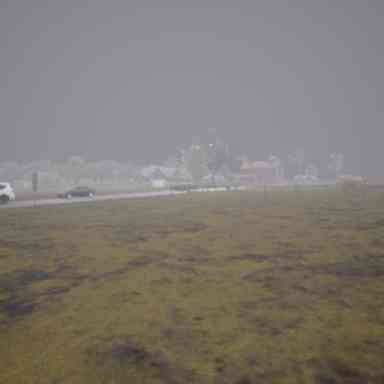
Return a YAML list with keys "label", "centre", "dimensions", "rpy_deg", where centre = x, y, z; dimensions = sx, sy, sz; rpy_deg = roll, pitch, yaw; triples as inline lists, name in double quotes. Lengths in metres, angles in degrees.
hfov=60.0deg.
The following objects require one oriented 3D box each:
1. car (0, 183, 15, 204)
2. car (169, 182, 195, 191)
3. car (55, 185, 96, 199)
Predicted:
- label: "car"
  centre: [-19.596, 0.225, 30.989]
  dimensions: [2.150, 2.045, 5.566]
  rpy_deg: [1, 4, 36]
- label: "car"
  centre: [-1.563, -0.922, 55.724]
  dimensions: [2.033, 1.411, 5.357]
  rpy_deg: [1, 3, 36]
- label: "car"
  centre: [-13.647, 0.009, 39.186]
  dimensions: [1.837, 1.490, 4.892]
  rpy_deg: [1, 4, 36]
